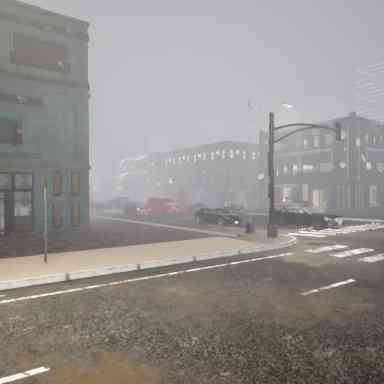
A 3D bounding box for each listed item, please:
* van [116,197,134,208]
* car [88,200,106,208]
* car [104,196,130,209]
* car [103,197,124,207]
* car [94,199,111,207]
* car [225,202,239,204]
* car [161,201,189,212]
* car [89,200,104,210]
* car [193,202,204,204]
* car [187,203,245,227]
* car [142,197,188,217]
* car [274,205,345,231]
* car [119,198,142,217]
[{"bbox_3d":[-12.048,1.906,59.706,1.690,1.788,3.998,-1,0,-35],"label":"van"},{"bbox_3d":[-18.296,2.268,64.050,1.895,1.301,4.718,-1,0,-36],"label":"car"},{"bbox_3d":[-12.082,1.774,55.297,2.150,2.045,5.566,-1,0,-35],"label":"car"},{"bbox_3d":[-15.255,1.939,64.218,2.192,1.841,5.009,-1,0,-35],"label":"car"},{"bbox_3d":[-18.456,2.227,68.730,1.887,1.381,4.507,-1,0,-35],"label":"car"},{"bbox_3d":[3.987,1.809,37.146,2.008,1.369,4.403,-2,0,-35],"label":"car"},{"bbox_3d":[-2.424,1.965,46.170,1.802,1.307,4.206,-2,0,-35],"label":"car"},{"bbox_3d":[-15.309,2.197,54.491,1.895,1.301,4.718,-1,0,-35],"label":"car"},{"bbox_3d":[0.782,1.903,41.659,1.802,1.307,4.206,-2,0,-35],"label":"car"},{"bbox_3d":[1.890,1.814,25.421,1.947,1.339,4.313,-2,0,-35],"label":"car"},{"bbox_3d":[-3.072,1.585,37.096,2.150,2.045,5.566,-1,0,-35],"label":"car"},{"bbox_3d":[7.469,1.632,21.745,2.128,1.511,4.902,-1,-1,-31],"label":"car"},{"bbox_3d":[-6.051,1.846,36.802,1.967,1.590,4.097,-1,0,-35],"label":"car"}]
